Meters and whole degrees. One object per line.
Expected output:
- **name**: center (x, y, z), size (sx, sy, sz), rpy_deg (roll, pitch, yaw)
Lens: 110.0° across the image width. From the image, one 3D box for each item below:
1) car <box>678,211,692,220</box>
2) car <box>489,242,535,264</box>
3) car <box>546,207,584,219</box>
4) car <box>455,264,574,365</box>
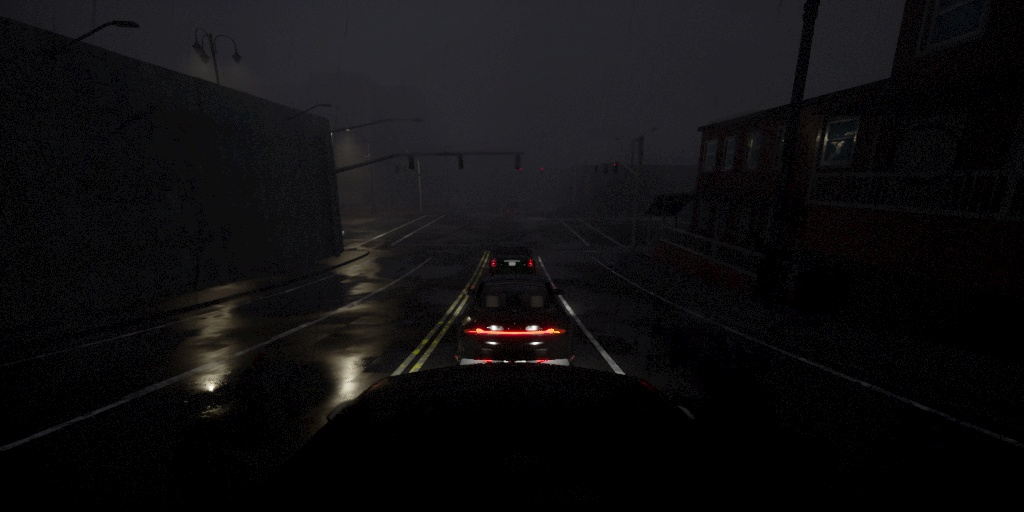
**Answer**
- **car**: center (23.765, -5.425, 46.069), size (4.718, 1.301, 1.895), rpy_deg (0, 12, 0)
- **car**: center (0.011, 0.085, 17.446), size (2.097, 1.767, 4.553), rpy_deg (0, 7, 0)
- **car**: center (6.777, -5.528, 46.112), size (4.892, 1.490, 1.837), rpy_deg (0, 12, 0)
- **car**: center (0.051, 1.122, 7.195), size (1.837, 1.490, 4.892), rpy_deg (0, 2, 0)
